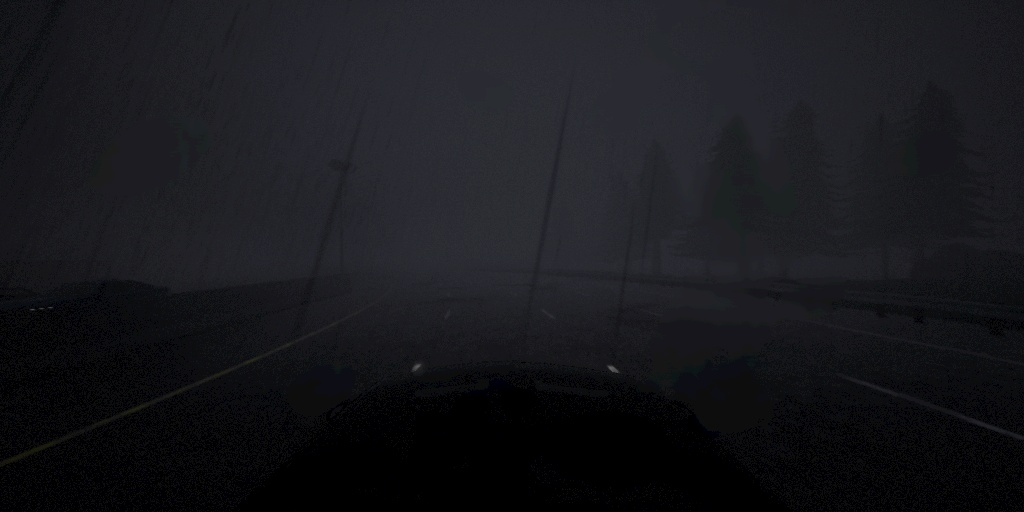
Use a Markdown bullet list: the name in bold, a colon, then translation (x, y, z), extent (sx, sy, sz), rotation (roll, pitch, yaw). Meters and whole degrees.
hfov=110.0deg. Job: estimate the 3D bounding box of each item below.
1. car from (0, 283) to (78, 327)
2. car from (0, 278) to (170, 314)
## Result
- **car**: translation (-18.057, 1.750, 11.950), extent (1.895, 1.301, 4.718), rotation (-1, 0, -8)
- **car**: translation (-14.599, 1.563, 12.474), extent (1.882, 1.535, 5.008), rotation (-1, 0, -8)
